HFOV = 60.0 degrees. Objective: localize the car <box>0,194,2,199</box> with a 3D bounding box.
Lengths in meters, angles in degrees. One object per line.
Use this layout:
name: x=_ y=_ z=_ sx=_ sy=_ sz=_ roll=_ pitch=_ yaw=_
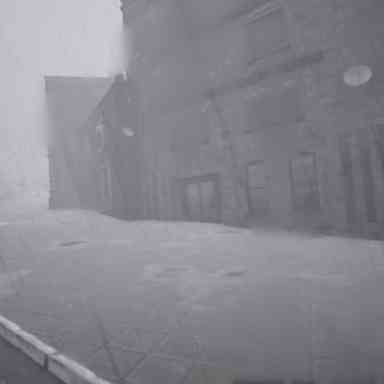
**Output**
car: x=-34.529 y=0.753 z=57.988 sx=1.895 sy=1.301 sz=4.718 roll=-3 pitch=3 yaw=-17
